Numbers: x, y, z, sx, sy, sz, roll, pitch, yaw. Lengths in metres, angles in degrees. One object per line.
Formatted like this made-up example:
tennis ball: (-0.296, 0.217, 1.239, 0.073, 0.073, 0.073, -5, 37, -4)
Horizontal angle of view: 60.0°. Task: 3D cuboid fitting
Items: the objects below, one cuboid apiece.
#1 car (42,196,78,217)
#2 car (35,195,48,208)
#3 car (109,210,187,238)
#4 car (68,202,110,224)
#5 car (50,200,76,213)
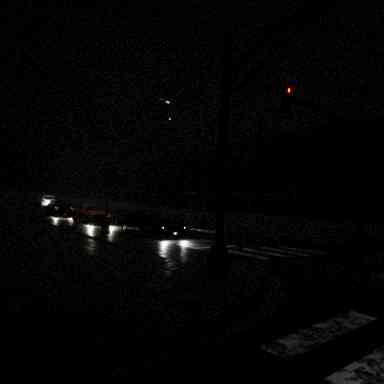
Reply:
car: (-14.067, 1.678, 35.435, 2.097, 1.767, 4.553, 4, -2, -35)
car: (-23.589, 1.547, 53.583, 2.150, 2.045, 5.566, 4, -1, -36)
car: (-2.489, 1.760, 19.229, 2.033, 1.411, 5.357, 4, -3, -38)
car: (-8.339, 1.770, 27.436, 1.882, 1.535, 5.008, 4, -3, -36)
car: (-17.715, 1.938, 45.453, 2.128, 1.511, 4.902, 4, -2, -35)
